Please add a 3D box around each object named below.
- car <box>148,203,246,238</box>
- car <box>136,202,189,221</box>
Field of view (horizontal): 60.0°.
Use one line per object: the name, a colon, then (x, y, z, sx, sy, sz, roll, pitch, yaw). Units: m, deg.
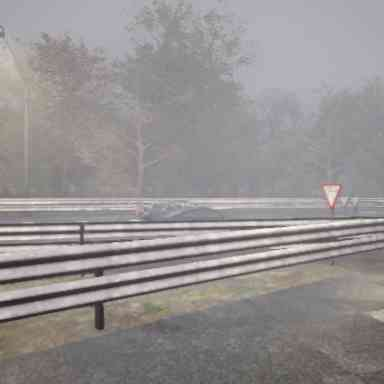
car: (0.555, 1.400, 15.263, 4.674, 1.442, 1.812, 0, 1, -15)
car: (-0.379, 1.304, 18.633, 4.902, 1.511, 2.128, 0, 1, -15)
